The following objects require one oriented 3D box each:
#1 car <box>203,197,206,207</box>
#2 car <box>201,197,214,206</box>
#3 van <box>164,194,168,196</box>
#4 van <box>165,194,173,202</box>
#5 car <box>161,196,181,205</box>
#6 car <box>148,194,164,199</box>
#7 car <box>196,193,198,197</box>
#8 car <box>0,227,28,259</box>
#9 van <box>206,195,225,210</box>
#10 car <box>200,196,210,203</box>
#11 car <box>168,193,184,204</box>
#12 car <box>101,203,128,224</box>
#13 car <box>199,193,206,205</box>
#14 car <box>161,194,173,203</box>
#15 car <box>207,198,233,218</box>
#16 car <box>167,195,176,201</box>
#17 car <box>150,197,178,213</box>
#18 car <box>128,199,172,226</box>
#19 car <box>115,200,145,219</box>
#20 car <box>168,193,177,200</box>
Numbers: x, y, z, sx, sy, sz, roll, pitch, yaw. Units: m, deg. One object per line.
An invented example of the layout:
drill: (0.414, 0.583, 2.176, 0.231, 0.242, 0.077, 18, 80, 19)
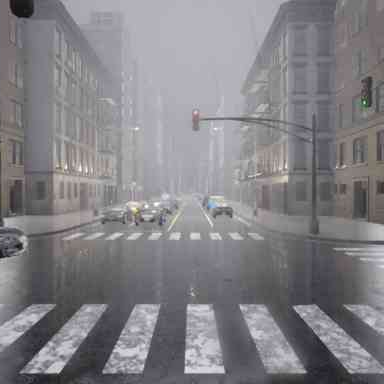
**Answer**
car: (2.640, 1.578, 40.544, 1.802, 1.307, 4.206, 0, 0, 0)
car: (2.643, 1.561, 56.762, 1.947, 1.339, 4.313, 0, 0, 0)
van: (-5.434, 1.336, 67.572, 1.690, 1.788, 3.998, 0, 0, 0)
van: (-5.445, 1.336, 78.385, 1.690, 1.788, 3.998, 0, 0, 0)
car: (-2.837, 1.560, 44.008, 1.994, 1.385, 4.181, 0, 0, 1)
car: (-5.413, 1.436, 45.948, 1.967, 1.590, 4.097, 0, 0, 0)
car: (2.648, 1.539, 83.794, 1.887, 1.381, 4.507, 0, 0, 0)
car: (-7.880, 1.458, 10.429, 4.902, 1.511, 2.128, 0, 0, -12)
van: (2.639, 1.338, 35.137, 1.690, 1.788, 3.998, 0, 0, 0)
car: (2.645, 1.520, 67.744, 1.752, 1.417, 4.829, 0, 0, 0)
car: (-2.754, 1.494, 59.150, 1.882, 1.535, 5.008, 0, 0, 0)
car: (-5.391, 1.548, 24.323, 2.008, 1.369, 4.403, 0, 0, 0)
car: (2.642, 1.311, 51.356, 2.192, 1.841, 5.009, 0, 0, 0)
car: (-5.439, 1.310, 72.979, 2.192, 1.841, 5.009, 0, 0, 0)
car: (2.638, 1.548, 29.731, 2.008, 1.369, 4.403, 0, 0, 0)
car: (-5.455, 1.544, 89.198, 2.008, 1.369, 4.403, 0, 0, 0)
car: (-2.847, 1.544, 33.609, 2.033, 1.411, 5.357, 0, 0, 0)
car: (-2.850, 1.489, 23.692, 2.128, 1.511, 4.902, 0, 0, 0)
car: (-5.397, 1.522, 29.560, 1.752, 1.417, 4.829, 0, 0, 0)
car: (-5.461, 1.308, 94.604, 2.192, 1.841, 5.009, 0, 0, 0)
